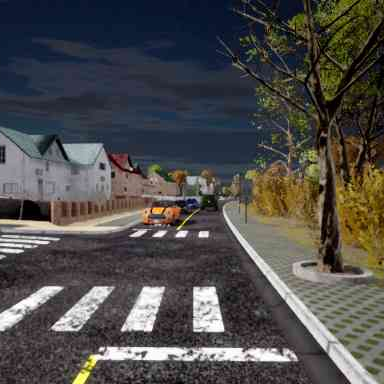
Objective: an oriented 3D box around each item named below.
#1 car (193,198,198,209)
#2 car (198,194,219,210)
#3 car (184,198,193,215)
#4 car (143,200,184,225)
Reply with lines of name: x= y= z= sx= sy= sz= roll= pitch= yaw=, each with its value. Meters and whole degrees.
car: x=-0.087 y=1.666 z=48.681 sx=1.812 sy=1.442 sz=4.674 roll=0 pitch=0 yaw=6
car: x=2.430 y=1.333 z=44.518 sx=2.150 sy=2.045 sz=5.566 roll=0 pitch=0 yaw=5
car: x=-1.304 y=1.583 z=35.487 sx=1.812 sy=1.442 sz=4.674 roll=0 pitch=0 yaw=5
car: x=-2.131 y=1.369 z=24.211 sx=2.097 sy=1.767 sz=4.553 roll=0 pitch=0 yaw=6
